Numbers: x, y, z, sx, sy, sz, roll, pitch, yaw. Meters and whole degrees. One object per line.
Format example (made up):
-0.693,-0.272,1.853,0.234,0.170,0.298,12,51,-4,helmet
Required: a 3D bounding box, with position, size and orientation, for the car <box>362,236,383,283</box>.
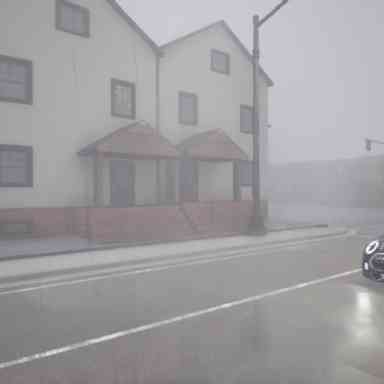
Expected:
6.334,1.318,8.458,4.553,1.767,2.097,0,0,-35,car
